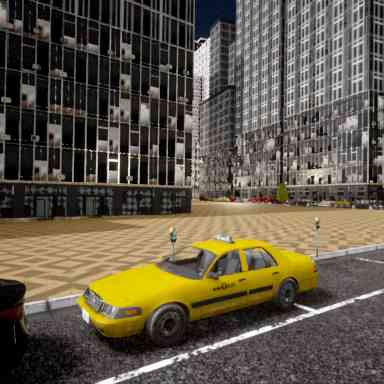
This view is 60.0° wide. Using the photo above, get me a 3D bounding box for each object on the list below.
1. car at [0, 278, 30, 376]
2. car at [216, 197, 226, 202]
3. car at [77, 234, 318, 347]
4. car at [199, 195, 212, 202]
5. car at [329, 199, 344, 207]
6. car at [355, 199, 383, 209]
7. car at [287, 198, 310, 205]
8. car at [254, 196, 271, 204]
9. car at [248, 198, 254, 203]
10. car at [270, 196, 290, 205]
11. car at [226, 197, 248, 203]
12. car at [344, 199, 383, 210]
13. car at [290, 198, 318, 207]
[{"bbox_3d":[-3.964,1.565,3.258,4.313,1.339,1.947,0,1,-36],"label":"car"},{"bbox_3d":[7.895,1.848,79.279,1.752,1.417,4.829,1,-1,-22],"label":"car"},{"bbox_3d":[0.401,1.528,6.315,4.829,1.417,1.752,0,1,-35],"label":"car"},{"bbox_3d":[3.618,1.701,89.797,2.192,1.841,5.009,1,-1,-22],"label":"car"},{"bbox_3d":[25.597,1.842,56.679,1.752,1.417,4.829,1,-1,-22],"label":"car"},{"bbox_3d":[27.770,1.835,51.340,2.008,1.369,4.403,1,-1,-22],"label":"car"},{"bbox_3d":[21.444,1.929,66.885,2.008,1.369,4.403,1,-1,-22],"label":"car"},{"bbox_3d":[17.230,1.756,77.252,2.192,1.841,5.009,1,-1,-22],"label":"car"},{"bbox_3d":[15.117,2.054,82.431,1.802,1.307,4.206,1,-1,-22],"label":"car"},{"bbox_3d":[16.263,1.638,58.719,1.967,1.590,4.097,1,-1,-22],"label":"car"},{"bbox_3d":[9.939,1.732,74.258,1.967,1.590,4.097,1,-1,-22],"label":"car"},{"bbox_3d":[22.584,1.655,43.179,2.008,1.369,4.403,1,-1,-22],"label":"car"},{"bbox_3d":[18.369,1.717,53.538,2.008,1.369,4.403,1,-1,-22],"label":"car"}]
